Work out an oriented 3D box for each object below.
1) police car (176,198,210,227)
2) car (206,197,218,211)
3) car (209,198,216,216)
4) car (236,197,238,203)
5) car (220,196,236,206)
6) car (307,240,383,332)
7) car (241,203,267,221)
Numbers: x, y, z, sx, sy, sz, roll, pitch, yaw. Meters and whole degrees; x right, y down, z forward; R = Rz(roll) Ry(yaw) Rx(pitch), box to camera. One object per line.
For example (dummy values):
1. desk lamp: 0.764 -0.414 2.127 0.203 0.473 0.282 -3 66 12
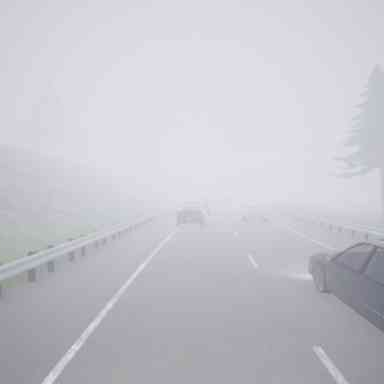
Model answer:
1. police car: 0.045 1.508 23.802 1.930 1.638 5.238 0 0 5
2. car: 1.869 1.489 39.516 2.097 1.767 4.553 0 0 8
3. car: 1.081 1.643 33.612 1.812 1.442 4.674 0 0 7
4. car: 9.062 1.599 73.447 2.128 1.511 4.902 0 0 11
5. car: 6.190 1.559 58.647 2.097 1.767 4.553 0 0 11
6. car: 3.713 1.571 5.802 2.033 1.411 5.357 0 0 2
7. car: 5.150 1.626 27.853 1.812 1.442 4.674 0 0 6
